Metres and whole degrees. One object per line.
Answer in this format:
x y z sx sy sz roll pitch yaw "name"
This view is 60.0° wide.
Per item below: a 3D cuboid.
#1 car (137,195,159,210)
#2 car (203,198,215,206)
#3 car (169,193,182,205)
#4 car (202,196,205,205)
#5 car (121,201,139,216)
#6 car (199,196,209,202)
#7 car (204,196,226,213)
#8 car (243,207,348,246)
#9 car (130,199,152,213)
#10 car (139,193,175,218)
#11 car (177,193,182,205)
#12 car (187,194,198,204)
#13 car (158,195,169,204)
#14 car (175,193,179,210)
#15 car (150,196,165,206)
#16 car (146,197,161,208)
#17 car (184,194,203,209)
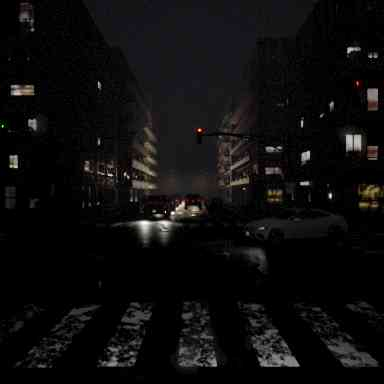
-5.638 1.326 43.519 2.192 1.841 5.009 0 0 0 "car"
2.757 1.598 54.876 1.802 1.307 4.206 0 0 0 "car"
-2.968 1.242 60.497 2.150 2.045 5.566 0 0 1 "car"
2.743 1.451 43.511 1.967 1.590 4.097 0 0 0 "car"
-5.651 1.572 32.154 1.947 1.339 4.313 0 0 0 "car"
2.784 1.584 77.605 2.008 1.369 4.403 0 0 0 "car"
2.736 1.448 37.829 1.967 1.590 4.097 0 0 0 "car"
4.536 1.414 14.535 4.674 1.442 1.812 -1 0 -17 "car"
-5.645 1.533 37.667 1.752 1.417 4.829 0 0 0 "car"
-3.081 1.227 30.126 2.150 2.045 5.566 0 0 1 "car"
-3.028 1.366 49.937 2.097 1.767 4.553 0 0 0 "car"
0.184 1.375 65.757 2.097 1.767 4.553 0 0 0 "car"
-5.610 1.464 66.250 1.967 1.590 4.097 0 0 0 "car"
-3.048 1.361 40.038 2.097 1.767 4.553 0 0 0 "car"
-5.624 1.457 54.884 1.967 1.590 4.097 0 0 0 "car"
-5.631 1.539 49.032 1.752 1.417 4.829 0 0 0 "car"
0.158 1.231 44.651 2.150 2.045 5.566 0 0 0 "car"
